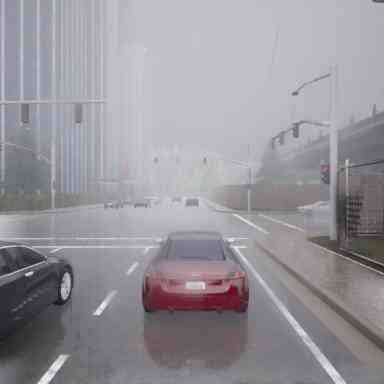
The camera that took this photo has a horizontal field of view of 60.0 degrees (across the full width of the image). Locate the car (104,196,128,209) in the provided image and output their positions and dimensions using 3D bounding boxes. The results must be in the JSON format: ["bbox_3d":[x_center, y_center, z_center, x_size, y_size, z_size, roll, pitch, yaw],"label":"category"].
[{"bbox_3d":[-10.600,1.492,45.348,2.128,1.511,4.902,0,0,0],"label":"car"}]

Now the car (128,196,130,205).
[{"bbox_3d":[-10.593,1.505,54.592,1.837,1.490,4.892,0,0,0],"label":"car"}]

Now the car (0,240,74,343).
[{"bbox_3d":[-3.443,1.505,5.217,1.837,1.490,4.892,0,0,0],"label":"car"}]

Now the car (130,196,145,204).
[{"bbox_3d":[-10.543,1.547,64.908,2.033,1.411,5.357,0,0,1],"label":"car"}]

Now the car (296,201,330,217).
[{"bbox_3d":[12.362,1.581,31.777,4.674,1.442,1.812,0,0,-3],"label":"car"}]

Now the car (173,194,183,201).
[{"bbox_3d":[-3.514,1.386,84.688,2.128,1.511,4.902,0,0,0],"label":"car"}]

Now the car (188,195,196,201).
[{"bbox_3d":[-0.014,1.478,85.217,1.882,1.535,5.008,0,0,0],"label":"car"}]

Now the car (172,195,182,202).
[{"bbox_3d":[-3.512,1.495,74.264,1.837,1.490,4.892,0,0,0],"label":"car"}]

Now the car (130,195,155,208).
[{"bbox_3d":[-7.096,1.547,47.973,2.033,1.411,5.357,0,0,0],"label":"car"}]

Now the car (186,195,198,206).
[{"bbox_3d":[0.062,1.477,54.059,1.882,1.535,5.008,0,0,0],"label":"car"}]

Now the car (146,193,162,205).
[{"bbox_3d":[-7.084,1.221,58.163,2.150,2.045,5.566,0,0,1],"label":"car"}]

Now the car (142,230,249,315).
[{"bbox_3d":[0.070,1.564,7.673,1.994,1.385,4.181,0,0,0],"label":"car"}]
